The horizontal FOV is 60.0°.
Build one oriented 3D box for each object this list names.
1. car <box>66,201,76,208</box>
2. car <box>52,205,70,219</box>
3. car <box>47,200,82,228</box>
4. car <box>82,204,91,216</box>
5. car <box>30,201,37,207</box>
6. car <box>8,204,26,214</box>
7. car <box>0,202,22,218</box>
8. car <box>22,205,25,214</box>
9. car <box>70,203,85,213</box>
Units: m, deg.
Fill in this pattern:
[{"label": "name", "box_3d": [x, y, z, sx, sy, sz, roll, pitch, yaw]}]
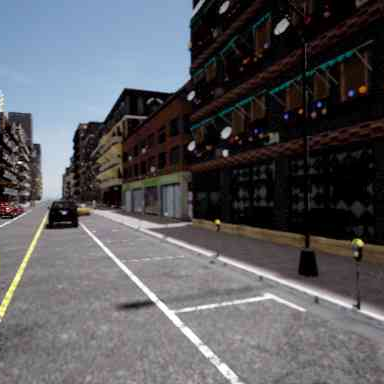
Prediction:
[{"label": "car", "box_3d": [-26.585, 2.777, 73.083, 2.008, 1.369, 4.403, 0, -1, -22]}, {"label": "car", "box_3d": [-15.218, 2.267, 38.598, 1.895, 1.301, 4.718, 0, -1, -22]}, {"label": "car", "box_3d": [-10.366, 1.685, 26.812, 2.150, 2.045, 5.566, 0, -1, -22]}, {"label": "car", "box_3d": [-13.786, 2.216, 41.970, 1.752, 1.417, 4.829, 0, -1, -22]}, {"label": "car", "box_3d": [-40.768, 3.097, 85.533, 2.008, 1.369, 4.403, 0, -1, -22]}, {"label": "car", "box_3d": [-25.761, 2.464, 49.052, 1.887, 1.381, 4.507, 0, -1, -22]}, {"label": "car", "box_3d": [-21.475, 2.055, 38.631, 2.192, 1.841, 5.009, 0, -1, -22]}, {"label": "car", "box_3d": [-23.618, 2.270, 43.840, 1.967, 1.590, 4.097, 0, -1, -22]}, {"label": "car", "box_3d": [-18.010, 2.412, 52.236, 1.887, 1.381, 4.507, 0, -1, -22]}]
